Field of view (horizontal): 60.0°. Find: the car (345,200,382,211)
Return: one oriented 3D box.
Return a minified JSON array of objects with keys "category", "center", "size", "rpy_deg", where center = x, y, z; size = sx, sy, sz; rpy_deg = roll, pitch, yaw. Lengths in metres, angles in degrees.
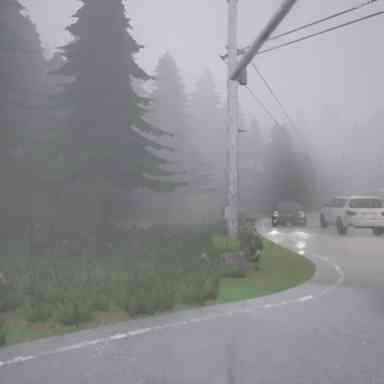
[{"category":"car","center":[21.159,1.630,40.957],"size":[4.718,1.301,1.895],"rpy_deg":[0,0,-30]}]

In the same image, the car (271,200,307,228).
[{"category":"car","center":[6.519,1.380,22.525],"size":[2.097,1.767,4.553],"rpy_deg":[0,0,15]}]

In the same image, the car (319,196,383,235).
[{"category":"car","center":[9.091,1.249,19.206],"size":[2.150,2.045,5.566],"rpy_deg":[0,0,6]}]
